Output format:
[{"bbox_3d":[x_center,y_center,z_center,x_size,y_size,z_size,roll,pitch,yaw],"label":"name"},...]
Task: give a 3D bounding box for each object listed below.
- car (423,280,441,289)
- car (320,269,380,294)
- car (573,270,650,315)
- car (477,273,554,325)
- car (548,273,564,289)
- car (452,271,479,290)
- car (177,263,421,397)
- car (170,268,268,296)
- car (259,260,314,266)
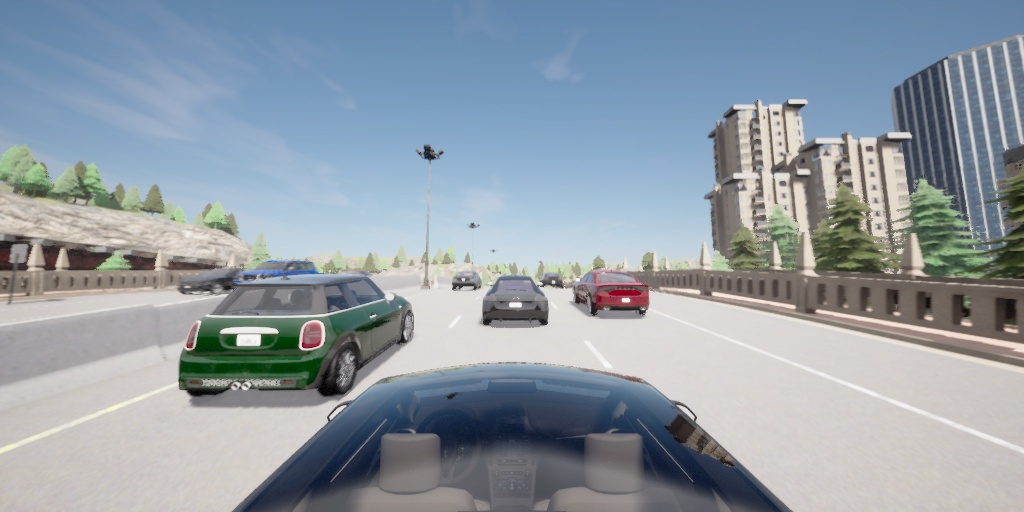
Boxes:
[{"bbox_3d":[-14.018,5.142,63.039,2.150,2.045,5.566,0,-6,0],"label":"car"},{"bbox_3d":[-10.599,1.649,23.867,1.812,1.442,4.674,0,-3,0],"label":"car"},{"bbox_3d":[3.600,1.277,13.801,1.882,1.535,5.008,0,-1,0],"label":"car"},{"bbox_3d":[0.100,1.344,12.000,1.994,1.385,4.181,0,0,0],"label":"car"},{"bbox_3d":[3.600,2.307,33.383,1.812,1.442,4.674,0,-5,0],"label":"car"},{"bbox_3d":[-3.400,1.888,27.597,2.033,1.411,5.357,0,-4,0],"label":"car"},{"bbox_3d":[-3.401,1.114,6.758,2.097,1.767,4.553,0,0,0],"label":"car"},{"bbox_3d":[-17.599,1.511,21.955,1.882,1.535,5.008,0,-2,0],"label":"car"},{"bbox_3d":[-14.099,1.250,21.913,2.150,2.045,5.566,0,-2,0],"label":"car"}]
